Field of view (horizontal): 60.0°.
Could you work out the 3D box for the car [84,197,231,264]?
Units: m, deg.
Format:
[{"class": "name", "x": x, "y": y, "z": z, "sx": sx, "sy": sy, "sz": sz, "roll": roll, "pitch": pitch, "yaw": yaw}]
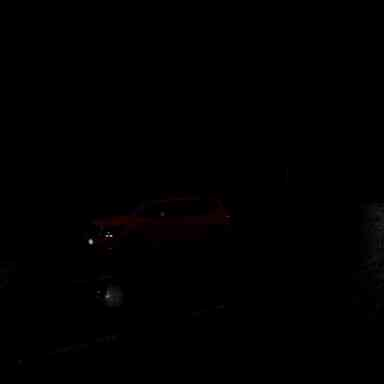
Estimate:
[{"class": "car", "x": -1.011, "y": 1.204, "z": 12.178, "sx": 5.566, "sy": 2.045, "sz": 2.150, "roll": 0, "pitch": 0, "yaw": -38}]
